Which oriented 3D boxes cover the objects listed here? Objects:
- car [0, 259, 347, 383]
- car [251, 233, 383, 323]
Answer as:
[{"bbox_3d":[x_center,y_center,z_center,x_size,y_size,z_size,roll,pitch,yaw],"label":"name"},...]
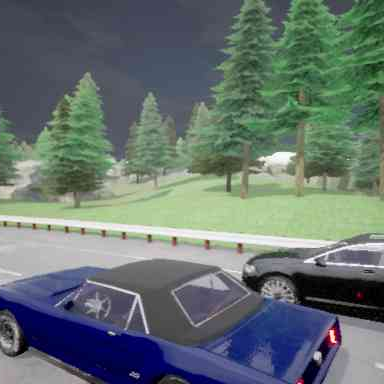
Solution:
[{"bbox_3d":[-0.728,1.597,4.374,4.718,1.301,1.895,0,0,34],"label":"car"},{"bbox_3d":[3.259,1.491,5.863,4.902,1.511,2.128,0,0,35],"label":"car"}]
